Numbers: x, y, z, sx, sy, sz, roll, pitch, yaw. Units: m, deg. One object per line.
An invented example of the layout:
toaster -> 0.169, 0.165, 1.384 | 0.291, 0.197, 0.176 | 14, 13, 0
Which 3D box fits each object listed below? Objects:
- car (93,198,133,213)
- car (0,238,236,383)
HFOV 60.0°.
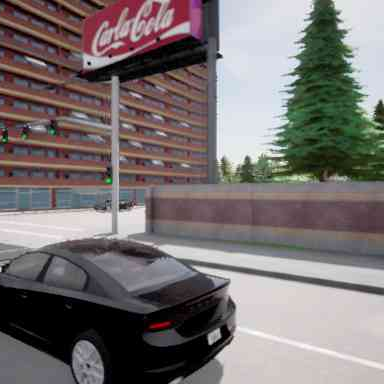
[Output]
car -> -8.827, 1.469, 37.410 | 1.837, 1.490, 4.892 | 0, 0, 35
car -> -1.757, 1.472, 5.208 | 5.008, 1.535, 1.882 | 0, 0, 36
